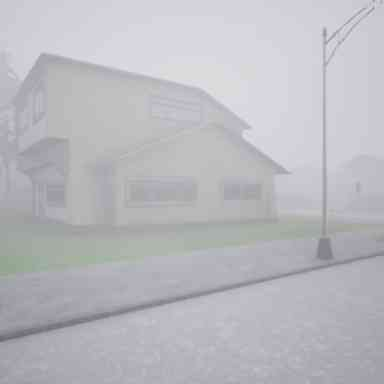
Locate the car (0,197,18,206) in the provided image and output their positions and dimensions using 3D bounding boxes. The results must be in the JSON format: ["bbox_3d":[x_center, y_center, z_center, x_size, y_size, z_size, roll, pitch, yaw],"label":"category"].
[{"bbox_3d":[-30.313,1.569,53.558,4.181,1.385,1.994,0,0,-35],"label":"car"}]
